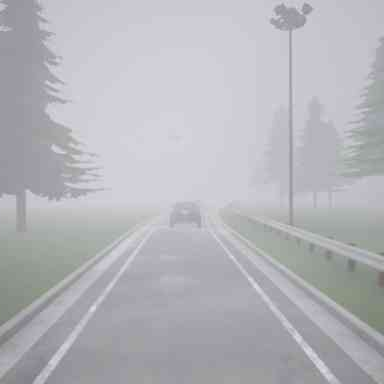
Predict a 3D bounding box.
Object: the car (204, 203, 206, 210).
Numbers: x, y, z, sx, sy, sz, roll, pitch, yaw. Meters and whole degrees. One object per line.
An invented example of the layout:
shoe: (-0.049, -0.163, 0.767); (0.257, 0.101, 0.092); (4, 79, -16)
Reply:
car: (0.655, 1.640, 42.353); (2.033, 1.411, 5.357); (0, 0, 7)

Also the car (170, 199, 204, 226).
car: (-0.425, 1.406, 23.714); (2.097, 1.767, 4.553); (0, 0, 0)
